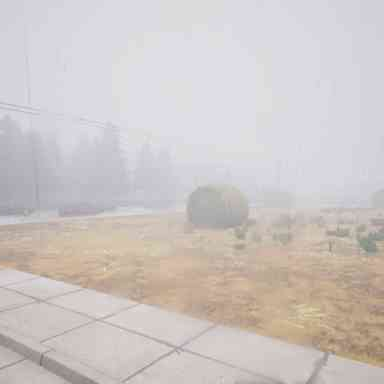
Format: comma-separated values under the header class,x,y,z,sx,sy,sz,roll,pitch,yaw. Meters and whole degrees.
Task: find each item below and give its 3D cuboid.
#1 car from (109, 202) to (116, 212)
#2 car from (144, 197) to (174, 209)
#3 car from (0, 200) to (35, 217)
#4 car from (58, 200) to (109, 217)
class,x,y,z,sx,sy,sz,roll,pitch,yaw
car,-10.674,1.591,37.750,1.994,1.385,4.181,0,0,36
car,-4.516,1.532,46.030,1.837,1.490,4.892,0,0,36
car,-16.622,1.518,29.726,2.128,1.511,4.902,0,0,37
car,-10.523,1.591,31.735,1.994,1.385,4.181,0,0,36
